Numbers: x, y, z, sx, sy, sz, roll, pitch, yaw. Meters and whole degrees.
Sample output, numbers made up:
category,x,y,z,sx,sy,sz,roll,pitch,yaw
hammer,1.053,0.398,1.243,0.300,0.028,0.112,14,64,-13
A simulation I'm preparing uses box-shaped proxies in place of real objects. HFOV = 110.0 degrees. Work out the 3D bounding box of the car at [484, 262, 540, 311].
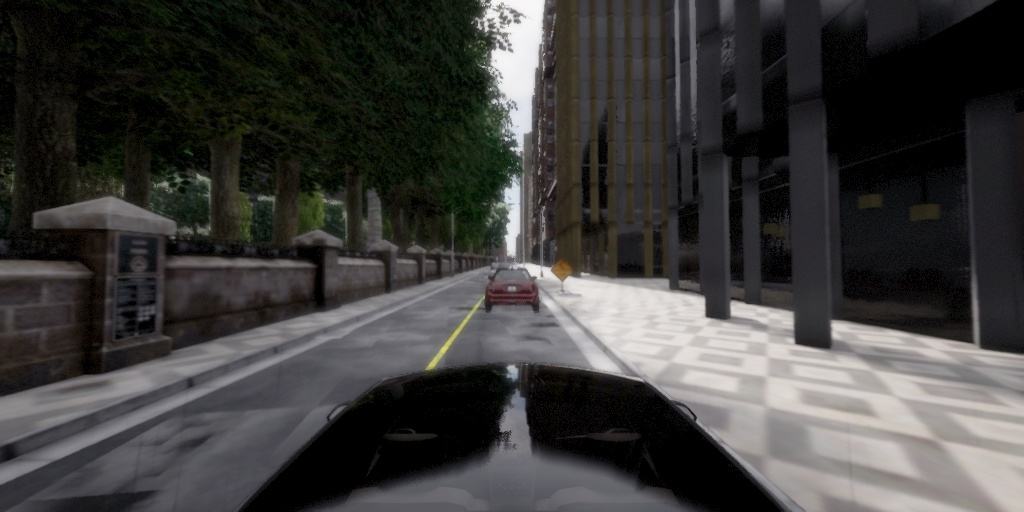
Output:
category,x,y,z,sx,sy,sz,roll,pitch,yaw
car,0.020,1.246,15.312,2.097,1.767,4.553,0,-1,0

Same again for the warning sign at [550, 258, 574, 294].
category,x,y,z,sx,sy,sz,roll,pitch,yaw
warning sign,2.716,1.051,19.252,1.300,1.860,1.060,0,0,0
